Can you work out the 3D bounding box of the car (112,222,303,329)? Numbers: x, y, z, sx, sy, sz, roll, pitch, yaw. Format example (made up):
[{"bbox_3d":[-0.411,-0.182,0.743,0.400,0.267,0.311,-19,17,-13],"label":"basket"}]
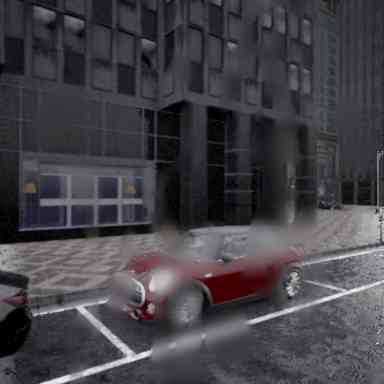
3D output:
[{"bbox_3d":[0.428,1.481,6.962,4.097,1.590,1.967,1,-1,-36],"label":"car"}]

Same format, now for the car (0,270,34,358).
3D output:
[{"bbox_3d":[-4.131,1.553,3.705,4.313,1.339,1.947,1,-1,-36],"label":"car"}]

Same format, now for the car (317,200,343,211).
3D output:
[{"bbox_3d":[19.710,1.995,49.238,1.882,1.535,5.008,0,1,-36],"label":"car"}]
